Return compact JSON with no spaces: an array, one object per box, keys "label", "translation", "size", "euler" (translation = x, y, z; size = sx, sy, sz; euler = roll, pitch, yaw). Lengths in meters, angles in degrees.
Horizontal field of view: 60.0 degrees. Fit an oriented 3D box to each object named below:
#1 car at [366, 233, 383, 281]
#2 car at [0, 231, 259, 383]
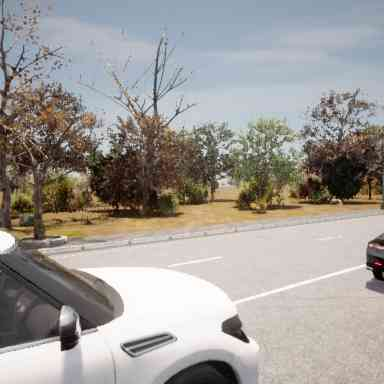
[{"label":"car","translation":[6.178,1.350,8.150],"size":[4.902,1.511,2.128],"euler":[-1,1,-35]},{"label":"car","translation":[-2.020,1.219,2.303],"size":[5.566,2.045,2.150],"euler":[0,0,-36]}]
